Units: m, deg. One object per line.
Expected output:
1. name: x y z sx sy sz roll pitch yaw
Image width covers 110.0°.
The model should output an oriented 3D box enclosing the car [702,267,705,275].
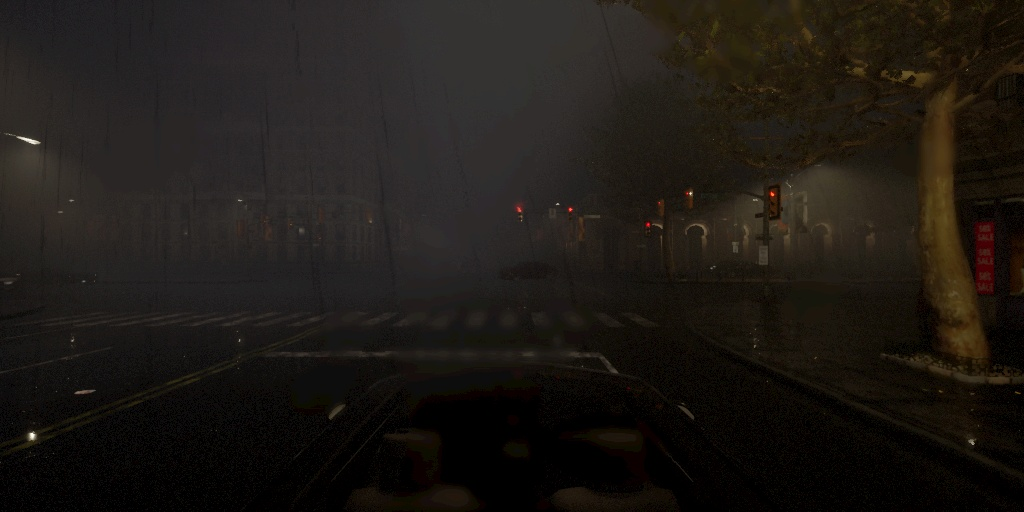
1. car: 20.944 1.102 34.757 4.553 1.767 2.097 0 0 1

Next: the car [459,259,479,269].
1. car: -6.869 1.228 57.776 1.882 1.535 5.008 0 0 1

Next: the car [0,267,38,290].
1. car: -30.496 1.242 20.035 4.902 1.511 2.128 0 0 1

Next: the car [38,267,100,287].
1. car: -30.273 1.351 23.532 4.718 1.301 1.895 0 0 1

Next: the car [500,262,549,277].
1. car: 1.157 1.275 34.930 4.674 1.442 1.812 0 0 0

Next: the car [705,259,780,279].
1. car: 20.041 1.254 31.264 4.892 1.490 1.837 0 0 1

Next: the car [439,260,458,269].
1. car: -10.376 1.314 57.312 1.994 1.385 4.181 0 0 1

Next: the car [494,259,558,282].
1. car: 1.301 1.228 28.745 5.008 1.535 1.882 0 -1 -29
